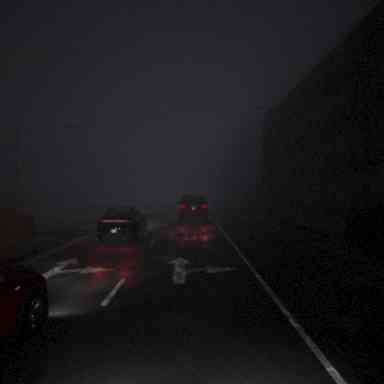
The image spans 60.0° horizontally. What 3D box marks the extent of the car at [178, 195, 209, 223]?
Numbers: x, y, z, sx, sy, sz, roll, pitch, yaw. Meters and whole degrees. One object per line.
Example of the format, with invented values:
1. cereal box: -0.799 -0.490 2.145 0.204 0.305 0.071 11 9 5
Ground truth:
1. car: 0.099 1.210 25.522 2.150 2.045 5.566 0 0 0

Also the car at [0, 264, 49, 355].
1. car: -3.401 1.350 3.648 2.097 1.767 4.553 0 0 0

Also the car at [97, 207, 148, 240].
1. car: -3.401 1.483 16.887 2.128 1.511 4.902 0 0 0
